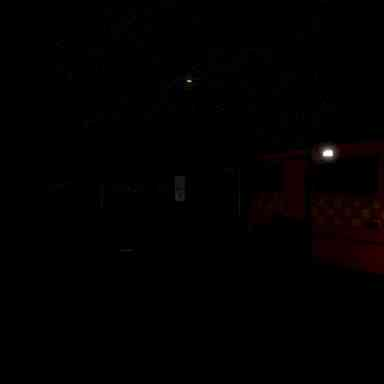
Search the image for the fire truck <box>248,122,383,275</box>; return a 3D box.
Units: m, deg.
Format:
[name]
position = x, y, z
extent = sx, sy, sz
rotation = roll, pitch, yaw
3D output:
[fire truck]
position = 5.267, 0.290, 8.016
extent = 2.891, 3.827, 8.468
rotation = 0, 0, -35
